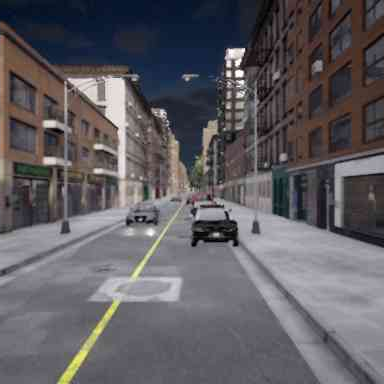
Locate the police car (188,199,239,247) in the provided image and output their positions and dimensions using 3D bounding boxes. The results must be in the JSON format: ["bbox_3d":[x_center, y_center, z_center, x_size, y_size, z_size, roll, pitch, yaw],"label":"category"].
[{"bbox_3d":[0.896,1.351,14.839,1.930,1.638,5.238,0,0,0],"label":"police car"}]

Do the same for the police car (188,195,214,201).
[{"bbox_3d":[0.894,1.307,24.839,1.930,1.638,5.238,0,0,0],"label":"police car"}]

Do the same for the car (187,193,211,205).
[{"bbox_3d":[0.892,1.083,30.759,2.150,2.045,5.566,0,0,0],"label":"car"}]

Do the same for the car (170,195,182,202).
[{"bbox_3d":[-3.027,1.305,63.737,1.994,1.385,4.181,0,0,0],"label":"car"}]

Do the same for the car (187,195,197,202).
[{"bbox_3d":[-0.016,1.300,66.286,1.994,1.385,4.181,0,0,0],"label":"car"}]

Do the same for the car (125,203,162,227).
[{"bbox_3d":[-3.102,1.458,21.994,1.994,1.385,4.181,0,0,0],"label":"car"}]

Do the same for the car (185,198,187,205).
[{"bbox_3d":[-0.007,1.285,51.973,1.837,1.490,4.892,0,1,0],"label":"car"}]
